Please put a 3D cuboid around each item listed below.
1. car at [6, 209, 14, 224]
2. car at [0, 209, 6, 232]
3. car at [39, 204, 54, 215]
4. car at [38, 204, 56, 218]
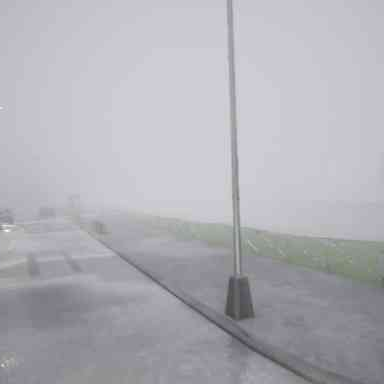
[{"bbox_3d":[-18.065,2.353,31.526,1.994,1.385,4.181,-2,0,-24],"label":"car"},{"bbox_3d":[-13.943,2.120,22.393,1.812,1.442,4.674,-2,0,-25],"label":"car"},{"bbox_3d":[-22.302,2.615,50.962,2.033,1.411,5.357,-2,0,-24],"label":"car"},{"bbox_3d":[-18.061,2.345,41.613,1.882,1.535,5.008,-2,0,-24],"label":"car"}]
